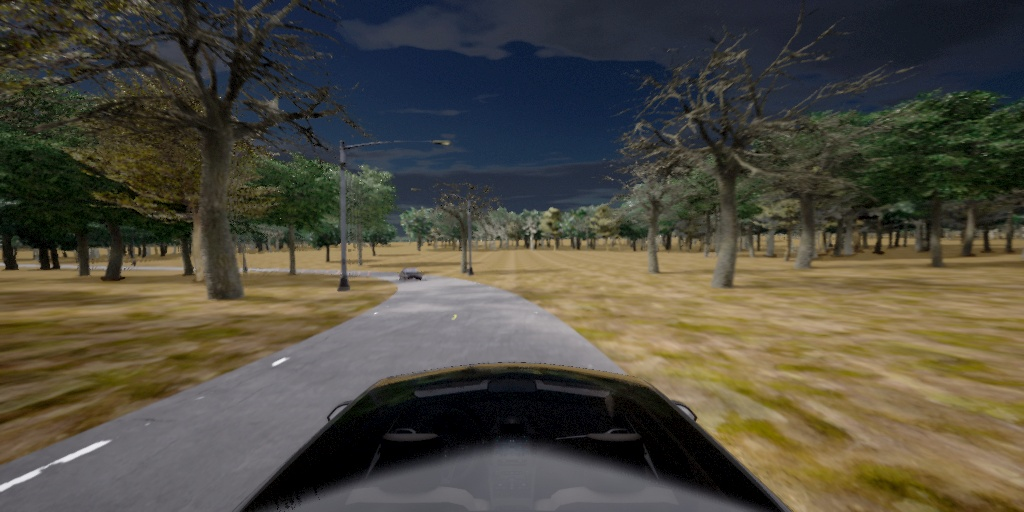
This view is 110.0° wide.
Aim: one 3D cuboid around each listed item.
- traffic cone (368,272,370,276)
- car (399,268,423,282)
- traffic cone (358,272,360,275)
[{"bbox_3d":[-21.946,2.718,54.923,0.340,0.580,0.340,0,0,-38],"label":"traffic cone"},{"bbox_3d":[-10.971,1.978,38.584,2.033,1.411,5.357,-1,-1,-24],"label":"car"},{"bbox_3d":[-25.011,2.791,58.683,0.340,0.580,0.340,0,0,-41],"label":"traffic cone"}]
